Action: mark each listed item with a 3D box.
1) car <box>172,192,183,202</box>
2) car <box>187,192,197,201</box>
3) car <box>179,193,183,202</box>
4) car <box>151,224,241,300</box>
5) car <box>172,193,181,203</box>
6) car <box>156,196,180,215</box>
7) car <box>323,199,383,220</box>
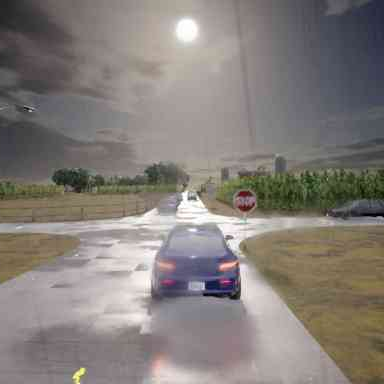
[{"bbox_3d":[-2.823,0.978,65.979,2.097,1.767,4.553,0,1,0],"label":"car"},{"bbox_3d":[0.062,1.188,69.401,1.895,1.301,4.718,0,1,0],"label":"car"},{"bbox_3d":[-2.866,1.342,54.761,1.895,1.301,4.718,0,1,0],"label":"car"},{"bbox_3d":[0.087,1.525,8.268,1.812,1.442,4.674,0,0,0],"label":"car"},{"bbox_3d":[-2.871,1.309,43.820,1.882,1.535,5.008,0,1,0],"label":"car"},{"bbox_3d":[-2.474,1.419,32.646,1.837,1.490,4.892,0,0,-5],"label":"car"},{"bbox_3d":[12.617,1.257,24.573,5.357,1.411,2.033,-1,0,-2],"label":"car"}]
